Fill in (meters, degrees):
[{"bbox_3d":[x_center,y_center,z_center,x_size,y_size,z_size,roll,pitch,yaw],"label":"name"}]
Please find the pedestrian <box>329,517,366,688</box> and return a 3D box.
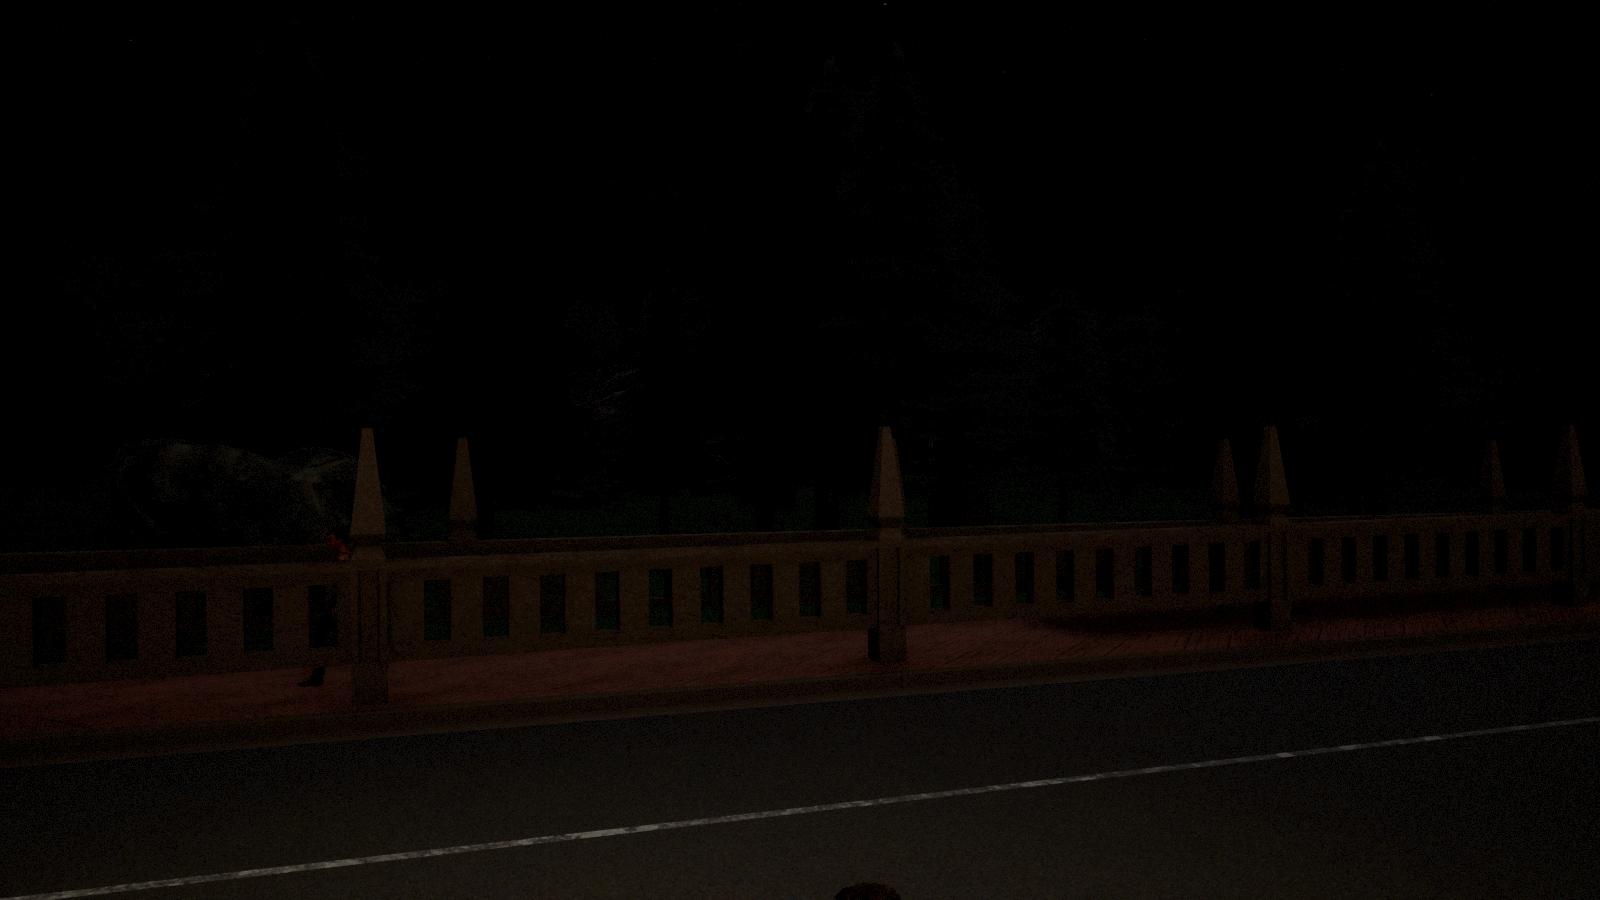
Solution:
[{"bbox_3d":[-5.084,1.694,12.835,0.375,1.860,0.375,0,0,-20],"label":"pedestrian"}]
